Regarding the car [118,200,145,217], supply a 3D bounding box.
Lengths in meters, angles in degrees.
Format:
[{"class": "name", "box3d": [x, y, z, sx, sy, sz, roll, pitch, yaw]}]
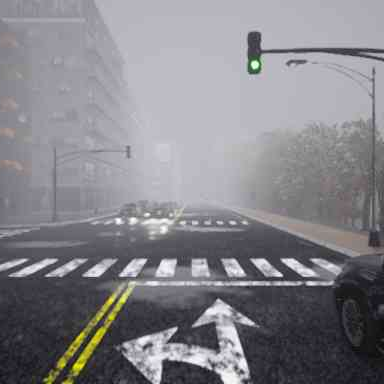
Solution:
[{"class": "car", "box3d": [-6.556, 1.889, 35.569, 1.837, 1.490, 4.892, 0, -1, 0]}]

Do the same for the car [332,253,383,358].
[{"class": "car", "box3d": [3.358, 1.257, 2.981, 2.150, 2.045, 5.566, 0, 0, -1]}]

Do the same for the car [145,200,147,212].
[{"class": "car", "box3d": [-6.543, 1.839, 44.778, 2.097, 1.767, 4.553, 0, -1, 0]}]

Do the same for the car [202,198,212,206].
[{"class": "car", "box3d": [3.343, 2.190, 75.323, 2.097, 1.767, 4.553, 0, -1, 0]}]

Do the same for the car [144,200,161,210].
[{"class": "car", "box3d": [-6.515, 2.154, 55.379, 2.033, 1.411, 5.357, 0, -1, 0]}]

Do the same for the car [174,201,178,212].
[{"class": "car", "box3d": [-3.297, 2.037, 44.989, 2.033, 1.411, 5.357, 0, -1, 0]}]

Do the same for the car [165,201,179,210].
[{"class": "car", "box3d": [-3.264, 2.165, 54.906, 1.994, 1.385, 4.181, 0, -1, 0]}]

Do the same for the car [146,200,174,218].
[{"class": "car", "box3d": [-3.319, 1.873, 35.242, 2.128, 1.511, 4.902, 0, -1, -2]}]
